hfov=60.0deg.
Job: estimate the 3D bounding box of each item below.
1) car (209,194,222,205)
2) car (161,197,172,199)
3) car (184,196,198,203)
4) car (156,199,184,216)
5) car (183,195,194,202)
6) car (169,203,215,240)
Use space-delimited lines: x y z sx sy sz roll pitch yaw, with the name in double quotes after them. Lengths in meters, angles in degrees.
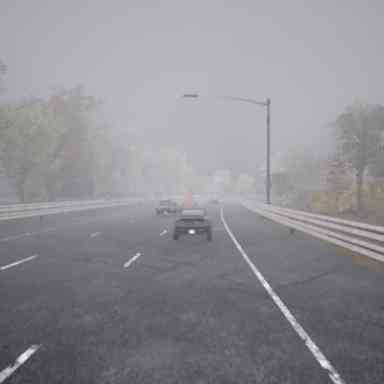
4.153 1.647 63.026 1.812 1.442 4.674 0 0 7 "car"
-4.006 1.546 53.057 1.882 1.535 5.008 0 0 6 "car"
-0.241 1.439 55.434 2.097 1.767 4.553 0 0 6 "car"
-2.286 1.640 33.509 1.895 1.301 4.718 0 0 5 "car"
-0.717 1.622 80.063 1.882 1.535 5.008 0 0 8 "car"
0.135 1.529 17.333 1.837 1.490 4.892 0 0 3 "car"
